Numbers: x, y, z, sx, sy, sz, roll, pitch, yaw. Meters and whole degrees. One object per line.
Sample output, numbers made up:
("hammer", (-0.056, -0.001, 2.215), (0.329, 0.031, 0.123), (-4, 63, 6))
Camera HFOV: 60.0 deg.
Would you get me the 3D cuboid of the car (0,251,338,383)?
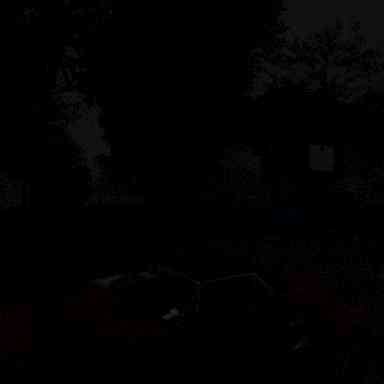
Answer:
("car", (-0.202, 1.584, 4.390), (4.718, 1.301, 1.895), (-1, 0, -36))
